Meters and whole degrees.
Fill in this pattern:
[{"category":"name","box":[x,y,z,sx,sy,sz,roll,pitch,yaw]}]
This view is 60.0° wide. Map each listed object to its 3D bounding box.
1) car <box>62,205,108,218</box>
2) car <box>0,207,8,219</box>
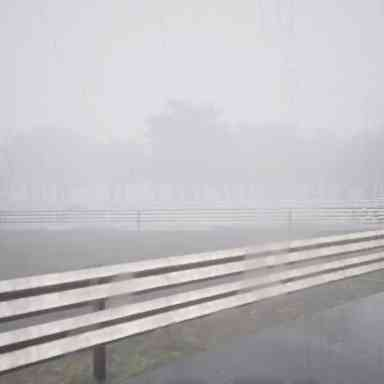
[{"category":"car","box":[-10.452,1.971,32.509,4.674,1.442,1.812,-1,0,6]},{"category":"car","box":[-19.524,1.741,29.805,5.566,2.045,2.150,-1,1,5]}]
